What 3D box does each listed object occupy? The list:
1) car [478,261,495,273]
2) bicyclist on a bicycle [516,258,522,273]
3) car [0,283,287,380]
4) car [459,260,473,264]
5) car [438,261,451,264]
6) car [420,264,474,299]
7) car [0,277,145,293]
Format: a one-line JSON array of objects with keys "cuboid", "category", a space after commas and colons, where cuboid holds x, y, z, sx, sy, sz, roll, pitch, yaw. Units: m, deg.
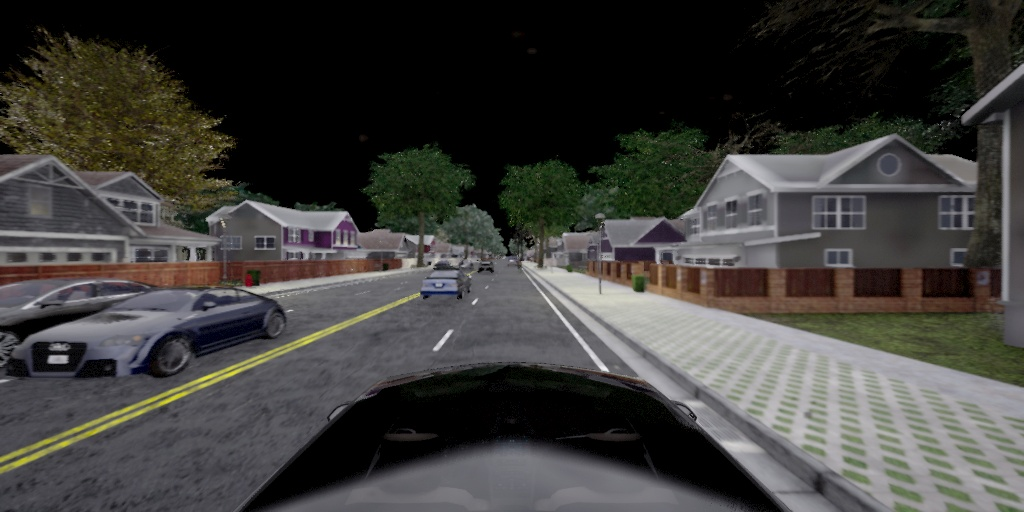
[{"cuboid": [-3.154, 1.310, 44.822, 1.837, 1.490, 4.892, 0, 0, 0], "category": "car"}, {"cuboid": [0.889, 1.249, 39.493, 0.582, 1.620, 1.656, 0, -1, 0], "category": "bicyclist on a bicycle"}, {"cuboid": [-6.601, 1.314, 7.205, 1.994, 1.385, 4.181, 0, 0, 0], "category": "car"}, {"cuboid": [-6.566, 1.310, 51.378, 2.128, 1.511, 4.902, 0, 0, 0], "category": "car"}, {"cuboid": [-9.816, 1.364, 50.739, 2.033, 1.411, 5.357, 0, 0, 0], "category": "car"}, {"cuboid": [-3.152, 1.305, 17.952, 2.033, 1.411, 5.357, 0, 0, 0], "category": "car"}, {"cuboid": [-9.852, 1.242, 7.687, 2.128, 1.511, 4.902, 0, 0, 0], "category": "car"}]
